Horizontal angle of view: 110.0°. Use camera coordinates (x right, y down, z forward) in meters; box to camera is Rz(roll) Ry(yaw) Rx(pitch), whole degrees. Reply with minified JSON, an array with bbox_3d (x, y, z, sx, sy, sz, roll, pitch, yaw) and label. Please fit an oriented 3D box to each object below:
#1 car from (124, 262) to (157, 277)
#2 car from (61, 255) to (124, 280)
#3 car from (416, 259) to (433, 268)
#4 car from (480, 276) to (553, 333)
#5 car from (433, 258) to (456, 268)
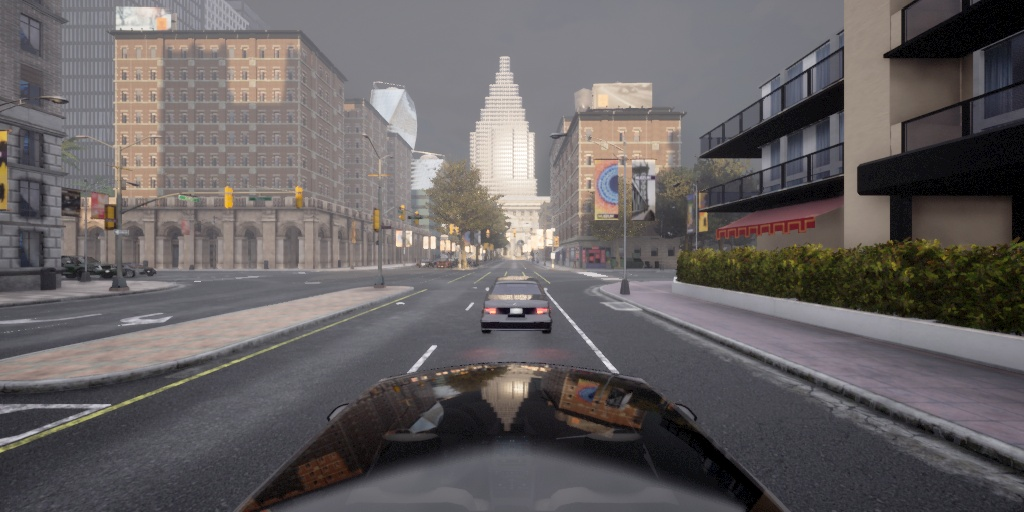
[{"bbox_3d":[-36.884,1.314,34.434,4.181,1.385,1.994,0,0,0],"label":"car"},{"bbox_3d":[-37.657,0.971,30.932,5.566,2.045,2.150,0,0,0],"label":"car"},{"bbox_3d":[-14.621,1.241,61.457,2.128,1.511,4.902,0,0,1],"label":"car"},{"bbox_3d":[0.131,1.297,10.666,2.033,1.411,5.357,0,0,1],"label":"car"},{"bbox_3d":[-11.147,1.102,59.576,2.097,1.767,4.553,0,0,1],"label":"car"}]
